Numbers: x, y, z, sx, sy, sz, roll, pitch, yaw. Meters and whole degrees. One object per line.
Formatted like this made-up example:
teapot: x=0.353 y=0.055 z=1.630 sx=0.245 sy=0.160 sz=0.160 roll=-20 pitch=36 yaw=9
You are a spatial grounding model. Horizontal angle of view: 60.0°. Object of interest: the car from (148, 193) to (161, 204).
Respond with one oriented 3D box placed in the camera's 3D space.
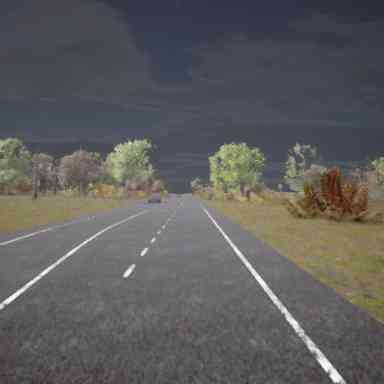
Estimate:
car: x=-7.214 y=1.238 z=64.458 sx=2.150 sy=2.045 sz=5.566 roll=1 pitch=2 yaw=0
